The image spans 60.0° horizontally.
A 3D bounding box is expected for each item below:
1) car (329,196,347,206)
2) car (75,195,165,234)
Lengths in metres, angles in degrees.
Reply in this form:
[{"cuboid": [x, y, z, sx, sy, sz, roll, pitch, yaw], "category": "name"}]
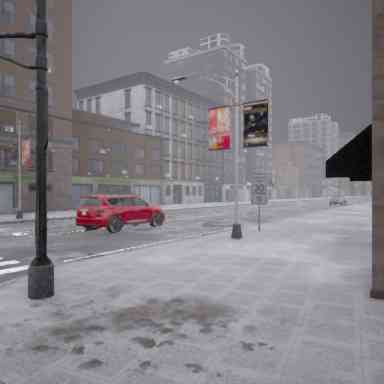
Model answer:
[{"cuboid": [22.646, 1.376, 51.516, 2.033, 1.411, 5.357, 0, 0, 34], "category": "car"}, {"cuboid": [-3.954, 1.158, 19.125, 2.150, 2.045, 5.566, 0, 0, 35], "category": "car"}]
